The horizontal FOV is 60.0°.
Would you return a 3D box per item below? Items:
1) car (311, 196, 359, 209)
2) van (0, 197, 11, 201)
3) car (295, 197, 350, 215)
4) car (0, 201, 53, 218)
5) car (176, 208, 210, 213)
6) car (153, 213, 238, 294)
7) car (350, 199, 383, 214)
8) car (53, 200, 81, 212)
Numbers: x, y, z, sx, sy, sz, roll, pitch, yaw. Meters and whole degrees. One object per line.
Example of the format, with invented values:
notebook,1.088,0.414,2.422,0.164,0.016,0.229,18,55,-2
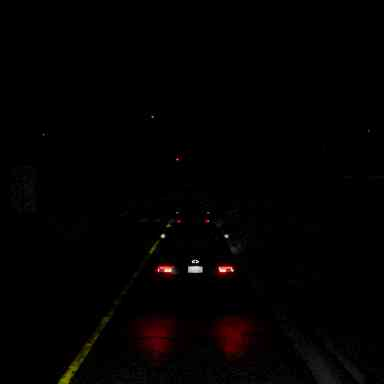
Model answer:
car,16.622,1.231,38.852,4.829,1.417,1.752,-1,1,0
van,-21.071,1.455,38.815,3.998,1.788,1.690,-1,1,0
car,11.597,1.417,30.324,4.313,1.339,1.947,-1,1,0
car,-15.372,1.726,30.301,4.206,1.307,1.802,-1,1,0
car,0.047,1.549,18.163,1.994,1.385,4.181,0,0,0
car,0.073,1.542,8.937,2.033,1.411,5.357,0,0,0
car,16.975,1.340,30.328,4.403,1.369,2.008,-1,1,0
car,-15.560,1.584,38.824,4.829,1.417,1.752,-1,1,0
